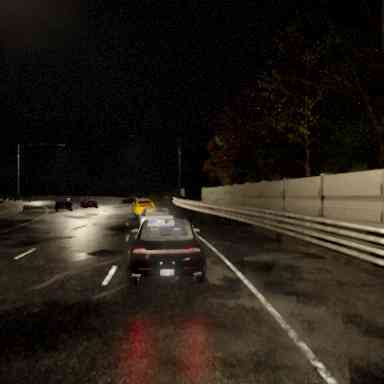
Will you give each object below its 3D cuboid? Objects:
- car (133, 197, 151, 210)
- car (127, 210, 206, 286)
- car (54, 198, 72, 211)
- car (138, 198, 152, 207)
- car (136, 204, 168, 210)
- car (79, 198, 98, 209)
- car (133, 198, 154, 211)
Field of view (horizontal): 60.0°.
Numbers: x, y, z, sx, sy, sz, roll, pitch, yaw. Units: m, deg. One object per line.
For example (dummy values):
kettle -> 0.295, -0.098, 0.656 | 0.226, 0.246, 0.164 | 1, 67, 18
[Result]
car -> -6.515, 1.498, 43.291 | 2.128, 1.511, 4.902 | 0, 0, -8
car -> -0.740, 1.493, 9.465 | 2.128, 1.511, 4.902 | 0, 0, -5
car -> -16.003, 1.503, 41.365 | 2.128, 1.511, 4.902 | 0, 0, -23
car -> -7.518, 1.609, 53.583 | 1.895, 1.301, 4.718 | 0, 0, -5
car -> -2.228, 1.604, 20.064 | 1.895, 1.301, 4.718 | 0, 0, -11
car -> -14.376, 1.575, 46.132 | 1.994, 1.385, 4.181 | 0, 0, -25
car -> -4.731, 1.482, 32.661 | 1.882, 1.535, 5.008 | 0, 0, -11
